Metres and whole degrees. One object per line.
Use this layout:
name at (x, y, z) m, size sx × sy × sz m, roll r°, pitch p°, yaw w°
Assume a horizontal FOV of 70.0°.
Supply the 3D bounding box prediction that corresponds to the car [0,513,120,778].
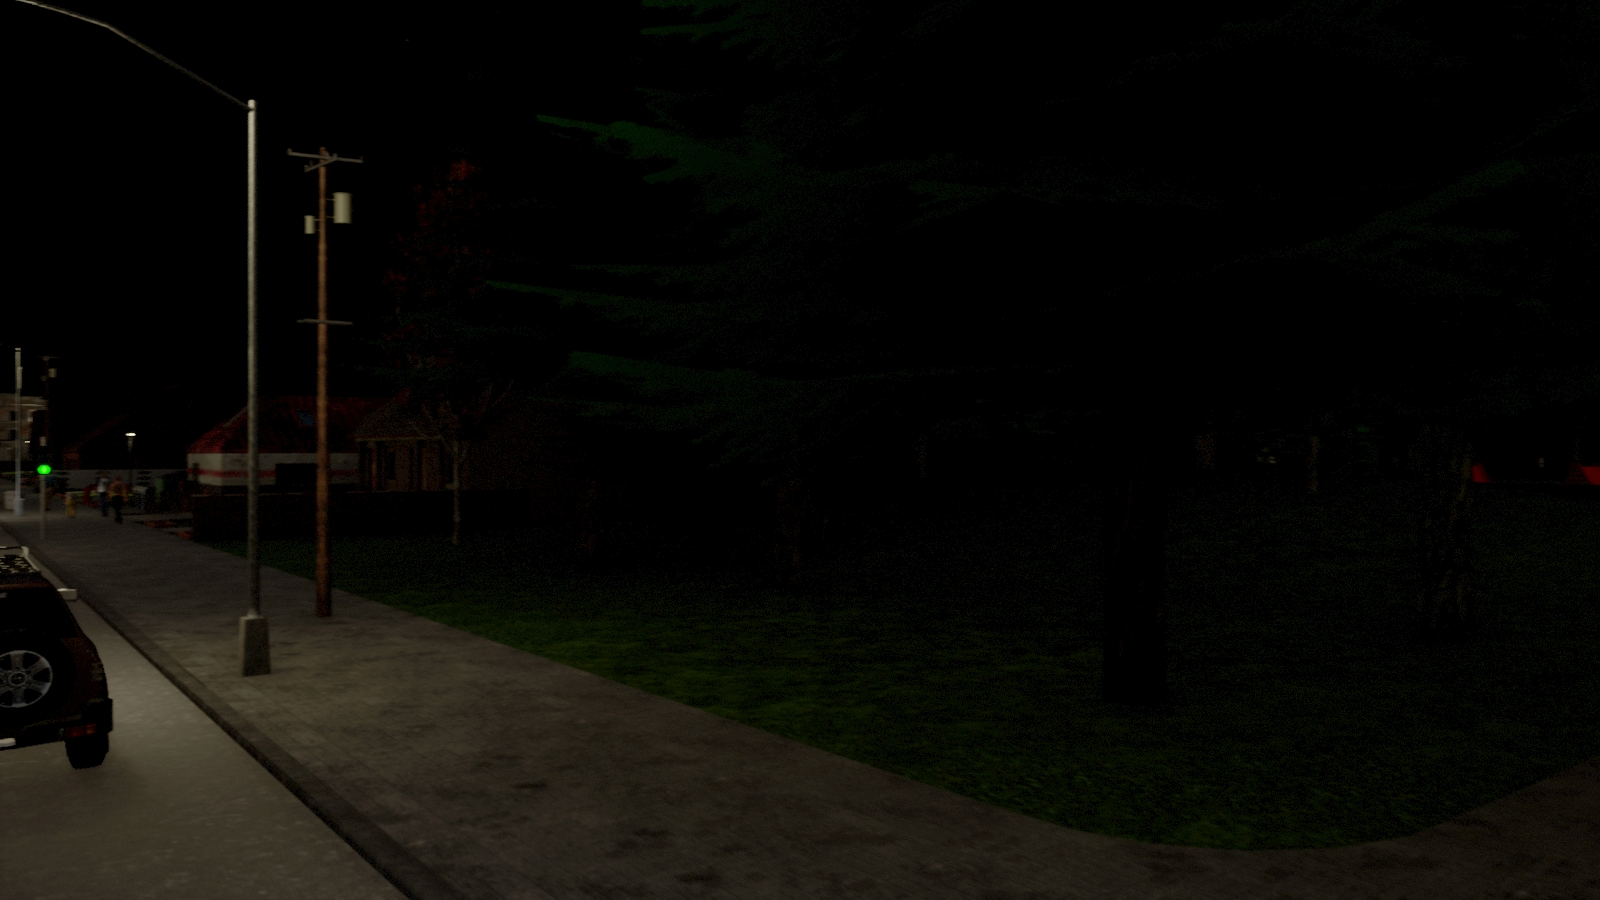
car at (-7.798, 1.645, 10.701) m, size 1.932 × 1.855 × 4.605 m, roll 0°, pitch 0°, yaw -37°

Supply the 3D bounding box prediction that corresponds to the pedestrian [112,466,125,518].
pedestrian at (-24.746, 1.532, 41.479) m, size 0.375 × 1.860 × 0.375 m, roll 0°, pitch 0°, yaw -39°
